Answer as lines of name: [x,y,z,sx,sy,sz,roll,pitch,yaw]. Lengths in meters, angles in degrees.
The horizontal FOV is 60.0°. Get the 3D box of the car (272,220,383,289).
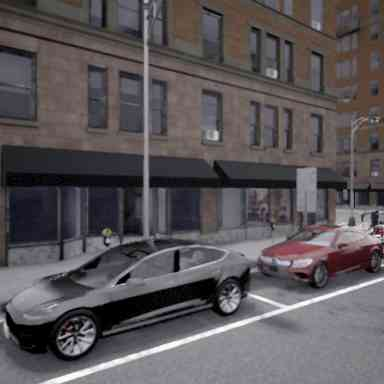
car: [3.648,1.587,9.135,4.206,1.307,1.802,0,0,-35]

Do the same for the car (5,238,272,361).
car: [-0.831,1.568,5.941,4.313,1.339,1.947,0,0,-35]
